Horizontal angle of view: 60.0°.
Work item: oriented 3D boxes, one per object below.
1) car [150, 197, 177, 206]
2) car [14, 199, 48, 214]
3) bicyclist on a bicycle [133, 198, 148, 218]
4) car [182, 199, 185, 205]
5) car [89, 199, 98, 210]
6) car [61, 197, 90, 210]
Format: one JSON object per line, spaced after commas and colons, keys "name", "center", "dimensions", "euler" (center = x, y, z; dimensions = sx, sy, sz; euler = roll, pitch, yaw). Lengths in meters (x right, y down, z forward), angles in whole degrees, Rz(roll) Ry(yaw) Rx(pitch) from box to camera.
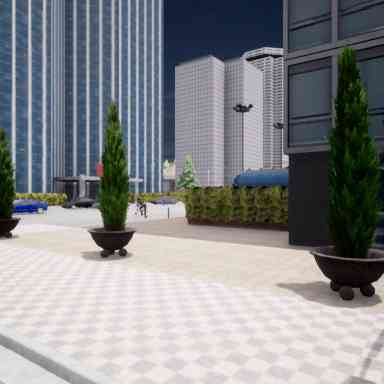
{"name": "car", "center": [-4.838, 1.547, 56.901], "dimensions": [2.033, 1.411, 5.357], "euler": [0, 0, 36]}
{"name": "car", "center": [-17.104, 1.477, 33.409], "dimensions": [1.882, 1.535, 5.008], "euler": [0, 0, 35]}
{"name": "bicyclist on a bicycle", "center": [-4.129, 1.301, 26.687], "dimensions": [1.656, 1.620, 0.582], "euler": [0, 0, 35]}
{"name": "car", "center": [0.228, 1.351, 57.971], "dimensions": [2.097, 1.767, 4.553], "euler": [0, 0, 35]}
{"name": "car", "center": [-10.397, 1.601, 42.968], "dimensions": [1.895, 1.301, 4.718], "euler": [0, 0, 35]}
{"name": "car", "center": [-14.499, 1.477, 43.217], "dimensions": [1.882, 1.535, 5.008], "euler": [0, 0, 35]}
